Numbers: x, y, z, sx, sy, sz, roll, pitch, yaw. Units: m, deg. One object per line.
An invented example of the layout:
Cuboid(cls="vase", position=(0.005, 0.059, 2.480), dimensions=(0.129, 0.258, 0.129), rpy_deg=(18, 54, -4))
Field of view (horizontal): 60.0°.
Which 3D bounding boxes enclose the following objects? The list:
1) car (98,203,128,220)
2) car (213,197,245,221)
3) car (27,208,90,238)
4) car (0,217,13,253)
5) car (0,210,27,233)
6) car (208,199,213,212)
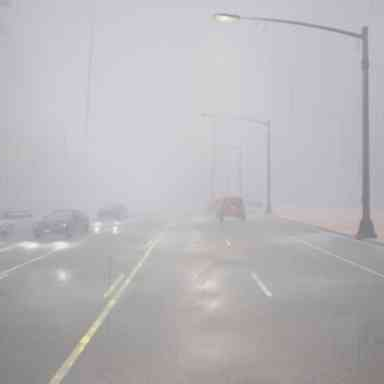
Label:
Cuboid(cls="car", position=(-7.204, 1.723, 30.594), dimensions=(1.882, 1.535, 5.008), rpy_deg=(0, -1, 0))
Cuboid(cls="car", position=(3.385, 1.436, 29.766), dimensions=(2.150, 2.045, 5.566), rpy_deg=(0, 0, 0))
Cuboid(cls="car", position=(-7.187, 1.684, 18.856), dimensions=(1.812, 1.442, 4.674), rpy_deg=(0, 0, 0))
Cuboid(cls="car", position=(-7.141, 1.629, 8.521), dimensions=(2.033, 1.411, 5.357), rpy_deg=(0, 0, 0))
Cuboid(cls="car", position=(-10.694, 1.772, 19.449), dimensions=(1.895, 1.301, 4.718), rpy_deg=(0, 0, 0))
Cuboid(cls="car", position=(3.303, 1.678, 44.963), dimensions=(2.097, 1.767, 4.553), rpy_deg=(0, 0, 0))
